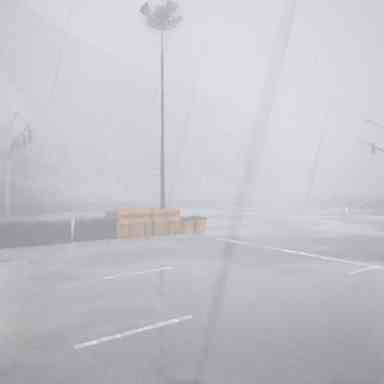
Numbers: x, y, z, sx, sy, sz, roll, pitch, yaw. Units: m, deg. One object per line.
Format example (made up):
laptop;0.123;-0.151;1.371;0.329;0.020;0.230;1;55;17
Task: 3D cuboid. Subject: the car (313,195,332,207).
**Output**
car;20.395;1.178;48.698;4.553;1.767;2.097;0;0;-35

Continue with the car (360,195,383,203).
car;33.924;1.282;62.563;5.357;1.411;2.033;0;0;-36

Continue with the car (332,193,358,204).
car;26.267;1.136;57.164;4.553;1.767;2.097;0;0;-35

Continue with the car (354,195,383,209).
car;22.902;1.361;41.890;4.674;1.442;1.812;0;0;-35

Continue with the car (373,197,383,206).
car;30.042;1.386;51.276;4.718;1.301;1.895;0;0;-35

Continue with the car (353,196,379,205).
car;28.527;1.346;54.467;4.181;1.385;1.994;0;0;-34

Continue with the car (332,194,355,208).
car;21.943;1.376;45.512;5.357;1.411;2.033;0;0;-36

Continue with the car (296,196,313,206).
car;18.126;1.319;51.378;4.902;1.511;2.128;0;0;-36

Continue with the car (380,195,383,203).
car;35.805;1.248;59.606;4.892;1.490;1.837;0;0;-35
